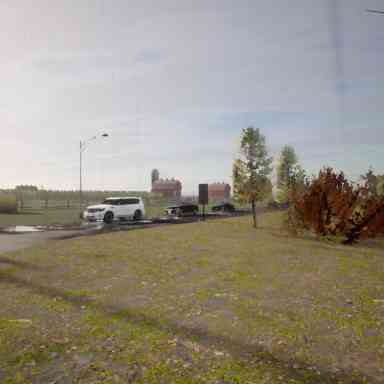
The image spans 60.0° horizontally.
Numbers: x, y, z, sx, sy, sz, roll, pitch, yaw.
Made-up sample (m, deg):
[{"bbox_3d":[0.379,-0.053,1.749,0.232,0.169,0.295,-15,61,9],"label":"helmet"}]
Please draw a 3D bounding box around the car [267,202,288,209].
[{"bbox_3d":[13.531,1.965,53.126,1.837,1.490,4.892,-1,-1,32],"label":"car"}]

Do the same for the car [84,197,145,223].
[{"bbox_3d":[-6.390,1.452,28.174,2.150,2.045,5.566,-1,-1,34],"label":"car"}]

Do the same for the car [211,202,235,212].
[{"bbox_3d":[4.283,1.986,45.205,1.994,1.385,4.181,-1,-1,32],"label":"car"}]

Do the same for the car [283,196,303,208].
[{"bbox_3d":[18.765,1.783,61.649,2.150,2.045,5.566,-1,-1,32],"label":"car"}]

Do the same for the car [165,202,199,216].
[{"bbox_3d":[-1.057,1.817,36.690,2.128,1.511,4.902,-1,-1,32],"label":"car"}]
